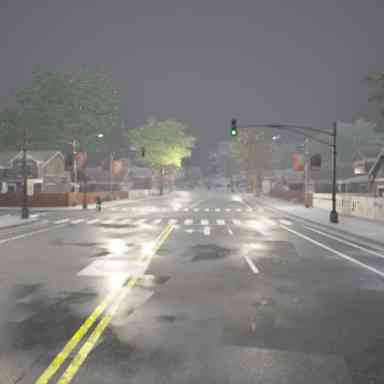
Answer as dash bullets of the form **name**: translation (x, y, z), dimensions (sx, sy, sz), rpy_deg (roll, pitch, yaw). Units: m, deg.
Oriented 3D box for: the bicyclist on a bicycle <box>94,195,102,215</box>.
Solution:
- **bicyclist on a bicycle**: translation (-7.873, 1.074, 27.951), dimensions (0.582, 1.620, 1.656), rpy_deg (0, 1, 3)
